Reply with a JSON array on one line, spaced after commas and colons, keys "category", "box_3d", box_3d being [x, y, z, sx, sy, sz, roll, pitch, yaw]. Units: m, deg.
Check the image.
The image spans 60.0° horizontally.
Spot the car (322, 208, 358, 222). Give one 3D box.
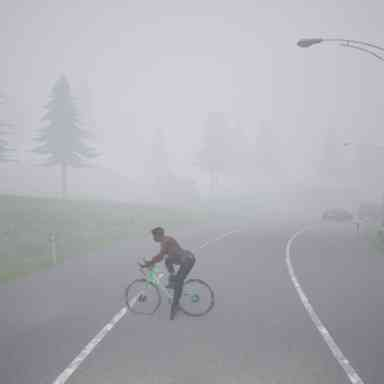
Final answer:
[{"category": "car", "box_3d": [15.770, 2.404, 35.868, 4.181, 1.385, 1.994, 4, -1, -44]}]

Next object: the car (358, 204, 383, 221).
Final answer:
[{"category": "car", "box_3d": [23.278, 2.590, 42.208, 5.566, 2.045, 2.150, 4, 0, -35]}]

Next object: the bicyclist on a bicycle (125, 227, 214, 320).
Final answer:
[{"category": "bicyclist on a bicycle", "box_3d": [-0.434, 1.455, 5.995, 1.656, 1.620, 0.582, -2, -1, 8]}]
